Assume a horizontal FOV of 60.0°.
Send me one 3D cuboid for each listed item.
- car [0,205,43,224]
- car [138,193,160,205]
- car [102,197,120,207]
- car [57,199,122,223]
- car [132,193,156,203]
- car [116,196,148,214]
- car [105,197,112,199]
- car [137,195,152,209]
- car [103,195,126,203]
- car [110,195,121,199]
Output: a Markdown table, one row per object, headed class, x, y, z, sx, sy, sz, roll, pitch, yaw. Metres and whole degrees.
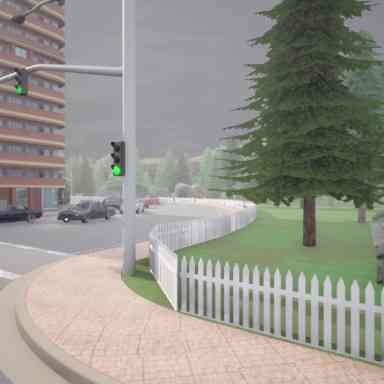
| class | x | y | z | sx | sy | sz | roll | pitch | yaw |
| --- | --- | --- | --- | --- | --- | --- | --- | --- | --- |
| car | -12.683 | 1.545 | 22.602 | 1.895 | 1.301 | 4.718 | 0 | 0 | 23 |
| car | -7.233 | 1.300 | 56.532 | 2.097 | 1.767 | 4.553 | 0 | 1 | -28 |
| car | -12.649 | 1.507 | 51.565 | 1.994 | 1.385 | 4.181 | 0 | 0 | -24 |
| car | -7.798 | 1.491 | 25.283 | 2.033 | 1.411 | 5.357 | 0 | 0 | 17 |
| car | -9.583 | 1.165 | 66.430 | 2.150 | 2.045 | 5.566 | 0 | 0 | -40 |
| car | -6.169 | 1.470 | 34.727 | 1.812 | 1.442 | 4.674 | 0 | 0 | 3 |
| car | -9.882 | 1.491 | 31.835 | 2.033 | 1.411 | 5.357 | 0 | 0 | 8 |
| car | -6.925 | 1.469 | 44.918 | 1.812 | 1.442 | 4.674 | 0 | 0 | -13 |
| car | -15.863 | 1.433 | 67.873 | 4.902 | 1.511 | 2.128 | 0 | 0 | 41 |
| car | -9.795 | 1.491 | 41.909 | 2.033 | 1.411 | 5.357 | 0 | 0 | -7 |
